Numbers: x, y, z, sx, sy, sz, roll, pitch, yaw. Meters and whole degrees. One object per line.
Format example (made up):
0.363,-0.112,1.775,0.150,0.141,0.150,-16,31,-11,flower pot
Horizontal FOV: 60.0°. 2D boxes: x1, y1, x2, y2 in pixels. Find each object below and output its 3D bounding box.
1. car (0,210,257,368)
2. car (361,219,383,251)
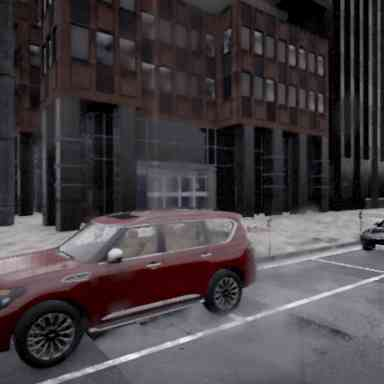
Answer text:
-1.023,1.299,5.919,5.009,1.841,2.192,0,0,-36,car
8.107,1.477,12.442,4.313,1.339,1.947,0,0,-36,car
